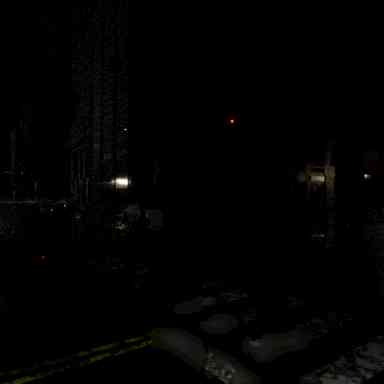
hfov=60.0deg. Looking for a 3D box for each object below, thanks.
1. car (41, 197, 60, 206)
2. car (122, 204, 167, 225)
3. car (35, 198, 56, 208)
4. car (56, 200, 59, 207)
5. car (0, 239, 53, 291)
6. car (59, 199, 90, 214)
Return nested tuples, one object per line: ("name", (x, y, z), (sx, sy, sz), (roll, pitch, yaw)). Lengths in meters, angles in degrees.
("car", (-26.556, 1.803, 62.378), (2.128, 1.511, 4.902), (1, -1, -36))
("car", (-3.636, 1.609, 24.539), (1.812, 1.442, 4.674), (1, 0, -35))
("car", (-23.574, 1.856, 52.811), (1.895, 1.301, 4.718), (1, -1, -35))
("car", (-20.760, 1.791, 54.206), (1.812, 1.442, 4.674), (1, -1, -35))
("car", (-5.873, 1.547, 6.998), (5.357, 1.411, 2.033), (0, 0, -29))
("car", (-13.143, 1.650, 37.945), (2.128, 1.511, 4.902), (1, -1, -35))
